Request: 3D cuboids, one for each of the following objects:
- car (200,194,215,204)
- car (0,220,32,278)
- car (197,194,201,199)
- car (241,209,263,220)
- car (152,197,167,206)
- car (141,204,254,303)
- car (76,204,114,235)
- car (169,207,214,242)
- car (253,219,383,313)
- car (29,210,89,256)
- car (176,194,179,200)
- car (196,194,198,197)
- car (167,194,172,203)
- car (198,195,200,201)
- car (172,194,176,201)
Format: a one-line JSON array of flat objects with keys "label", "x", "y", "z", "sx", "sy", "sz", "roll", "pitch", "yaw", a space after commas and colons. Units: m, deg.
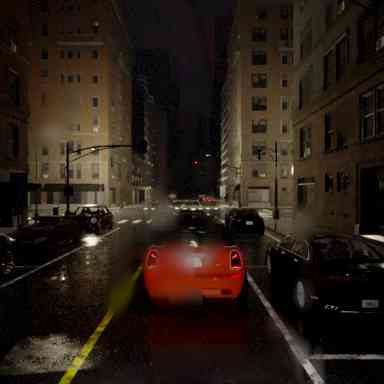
[{"label": "car", "x": 2.834, "y": 1.479, "z": 55.586, "sx": 1.967, "sy": 1.590, "sz": 4.097, "roll": 0, "pitch": 0, "yaw": 0}, {"label": "car", "x": -5.676, "y": 1.566, "z": 7.484, "sx": 1.947, "sy": 1.339, "sz": 4.313, "roll": 0, "pitch": 0, "yaw": 0}, {"label": "car", "x": 2.851, "y": 1.528, "z": 77.221, "sx": 1.967, "sy": 1.590, "sz": 4.097, "roll": 0, "pitch": 0, "yaw": 0}, {"label": "car", "x": 2.838, "y": 1.567, "z": 18.495, "sx": 1.947, "sy": 1.339, "sz": 4.313, "roll": 0, "pitch": 0, "yaw": 0}, {"label": "car", "x": -5.691, "y": 1.621, "z": 55.590, "sx": 1.802, "sy": 1.307, "sz": 4.206, "roll": 0, "pitch": 0, "yaw": 0}, {"label": "car", "x": 0.054, "y": 1.352, "z": 8.355, "sx": 2.097, "sy": 1.767, "sz": 4.553, "roll": 0, "pitch": 0, "yaw": 0}, {"label": "car", "x": -5.688, "y": 1.442, "z": 18.487, "sx": 1.967, "sy": 1.590, "sz": 4.097, "roll": 0, "pitch": 0, "yaw": 0}, {"label": "car", "x": -0.013, "y": 1.565, "z": 17.008, "sx": 1.994, "sy": 1.385, "sz": 4.181, "roll": 0, "pitch": 0, "yaw": 0}, {"label": "car", "x": 2.849, "y": 1.551, "z": 7.493, "sx": 2.008, "sy": 1.369, "sz": 4.403, "roll": 0, "pitch": 0, "yaw": 0}, {"label": "car", "x": -5.682, "y": 1.583, "z": 12.986, "sx": 1.802, "sy": 1.307, "sz": 4.206, "roll": 0, "pitch": 0, "yaw": 0}, {"label": "car", "x": -5.662, "y": 1.462, "z": 93.450, "sx": 2.192, "sy": 1.841, "sz": 5.009, "roll": 0, "pitch": 0, "yaw": 0}, {"label": "car", "x": 2.859, "y": 1.565, "z": 88.039, "sx": 1.967, "sy": 1.590, "sz": 4.097, "roll": 0, "pitch": 0, "yaw": 0}, {"label": "car", "x": -5.682, "y": 1.610, "z": 66.407, "sx": 2.008, "sy": 1.369, "sz": 4.403, "roll": 0, "pitch": 0, "yaw": 0}, {"label": "car", "x": 2.843, "y": 1.610, "z": 66.403, "sx": 2.008, "sy": 1.369, "sz": 4.403, "roll": 0, "pitch": 0, "yaw": 0}, {"label": "car", "x": -5.670, "y": 1.630, "z": 82.462, "sx": 1.752, "sy": 1.417, "sz": 4.829, "roll": 0, "pitch": 0, "yaw": 0}]
